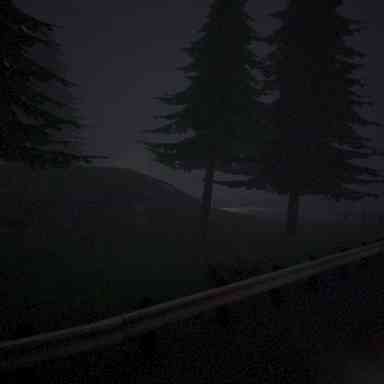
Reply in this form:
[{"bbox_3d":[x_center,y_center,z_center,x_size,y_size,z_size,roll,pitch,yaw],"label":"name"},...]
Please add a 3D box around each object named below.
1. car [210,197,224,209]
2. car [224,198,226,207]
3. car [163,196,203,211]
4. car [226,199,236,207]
[{"bbox_3d":[1.283,1.321,42.536,4.553,1.767,2.097,0,0,36],"label":"car"},{"bbox_3d":[1.867,1.465,46.428,4.892,1.490,1.837,0,0,36],"label":"car"},{"bbox_3d":[-0.784,1.321,39.710,4.553,1.767,2.097,0,0,36],"label":"car"},{"bbox_3d":[4.046,1.452,49.172,4.902,1.511,2.128,0,0,36],"label":"car"}]
